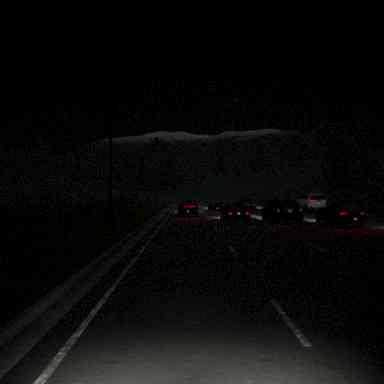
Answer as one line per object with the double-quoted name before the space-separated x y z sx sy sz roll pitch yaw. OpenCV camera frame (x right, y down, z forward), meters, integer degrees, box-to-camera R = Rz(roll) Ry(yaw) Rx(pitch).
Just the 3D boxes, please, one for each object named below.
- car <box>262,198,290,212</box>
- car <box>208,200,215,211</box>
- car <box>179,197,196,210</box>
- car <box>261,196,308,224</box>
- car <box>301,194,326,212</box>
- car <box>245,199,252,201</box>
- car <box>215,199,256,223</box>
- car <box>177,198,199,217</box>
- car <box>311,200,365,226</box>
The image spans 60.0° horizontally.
"car" 9.991 1.491 39.904 2.128 1.511 4.902 0 0 -1
"car" 2.974 1.600 41.180 1.895 1.301 4.718 0 0 -1
"car" -0.592 1.491 44.980 2.128 1.511 4.902 0 0 -1
"car" 6.723 1.352 25.227 2.097 1.767 4.553 0 0 -2
"car" 13.527 1.221 38.170 2.150 2.045 5.566 0 0 -1
"car" 6.482 1.547 40.729 2.033 1.411 5.357 0 0 -1
"car" 3.222 1.546 25.655 2.033 1.411 5.357 0 0 -1
"car" -0.378 1.491 31.677 2.128 1.511 4.902 0 0 -1
"car" 10.251 1.525 23.233 1.812 1.442 4.674 0 0 -1
